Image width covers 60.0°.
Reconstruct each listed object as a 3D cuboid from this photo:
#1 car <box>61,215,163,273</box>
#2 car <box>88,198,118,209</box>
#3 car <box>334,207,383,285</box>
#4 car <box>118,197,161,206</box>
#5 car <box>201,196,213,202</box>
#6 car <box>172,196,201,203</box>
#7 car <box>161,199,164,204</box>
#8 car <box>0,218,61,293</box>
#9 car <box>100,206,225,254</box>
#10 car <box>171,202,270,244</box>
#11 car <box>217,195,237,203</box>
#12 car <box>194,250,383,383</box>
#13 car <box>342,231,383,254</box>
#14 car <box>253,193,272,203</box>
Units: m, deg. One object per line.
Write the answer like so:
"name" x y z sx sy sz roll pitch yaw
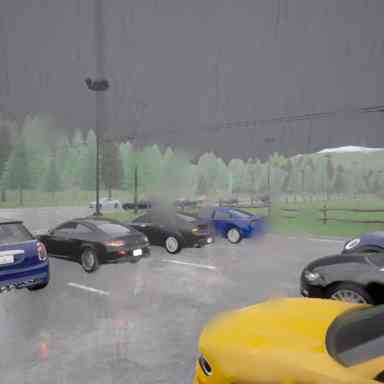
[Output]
"car" -3.386 1.526 10.653 4.674 1.442 1.812 0 0 36
"car" -11.952 1.525 45.553 1.812 1.442 4.674 0 0 35
"car" 6.158 1.352 8.198 4.553 1.767 2.097 0 0 35
"car" -6.442 1.601 41.225 1.895 1.301 4.718 0 0 35
"car" 2.215 1.477 64.934 1.882 1.535 5.008 0 0 37
"car" -1.105 1.526 48.596 1.812 1.442 4.674 0 0 36
"car" -6.561 1.504 52.988 1.837 1.490 4.892 0 0 36
"car" -5.382 1.352 7.776 4.553 1.767 2.097 0 0 36
"car" -1.332 1.505 13.489 4.892 1.490 1.837 0 0 36
"car" 1.191 1.478 15.981 5.008 1.535 1.882 0 0 36
"car" 6.268 1.355 58.684 2.097 1.767 4.553 0 0 35
"car" 2.316 1.478 2.342 5.008 1.535 1.882 0 0 36
"car" 4.254 1.491 5.256 4.902 1.511 2.128 0 0 36
"car" 14.982 1.211 70.471 2.150 2.045 5.566 0 0 36
